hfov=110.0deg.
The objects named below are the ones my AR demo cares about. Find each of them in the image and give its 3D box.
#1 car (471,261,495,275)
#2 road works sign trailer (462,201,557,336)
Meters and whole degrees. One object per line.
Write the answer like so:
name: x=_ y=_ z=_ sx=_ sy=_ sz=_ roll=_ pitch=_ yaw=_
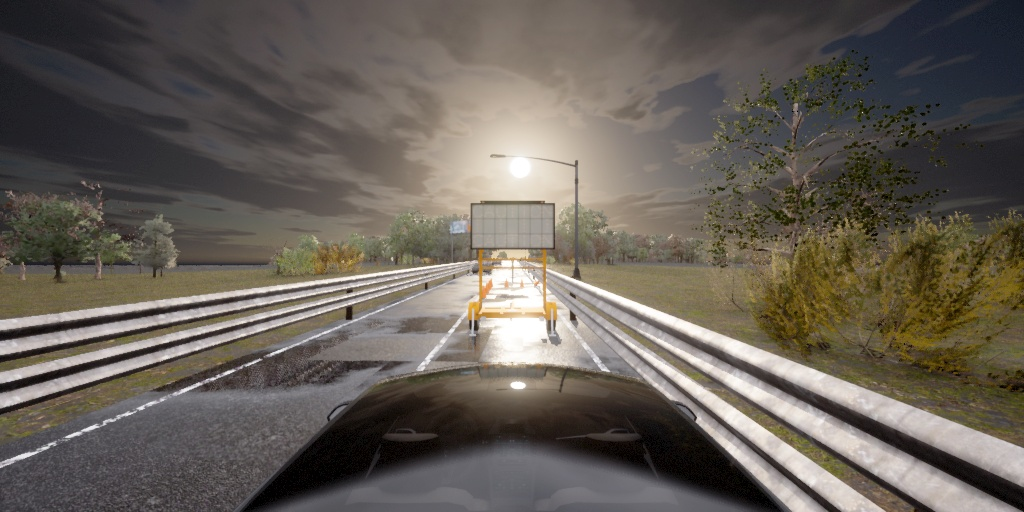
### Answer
car: x=-3.300 y=1.328 z=39.791 sx=1.994 sy=1.385 sz=4.181 roll=0 pitch=0 yaw=0
road works sign trailer: x=0.021 y=0.218 z=10.353 sx=2.380 sy=3.560 sz=2.880 roll=0 pitch=0 yaw=0
